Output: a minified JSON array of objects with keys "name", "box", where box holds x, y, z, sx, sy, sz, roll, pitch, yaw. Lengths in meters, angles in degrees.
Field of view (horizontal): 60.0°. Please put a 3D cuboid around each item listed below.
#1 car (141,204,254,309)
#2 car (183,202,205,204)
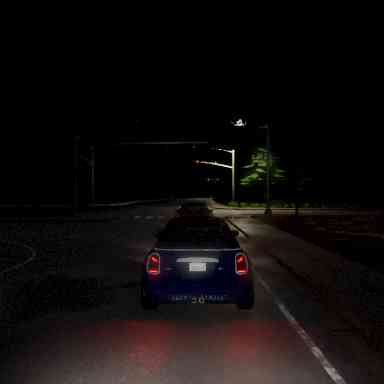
[{"name":"car","box":[0.100,1.347,8.020,2.097,1.767,4.553,0,0,0]},{"name":"car","box":[0.102,1.338,18.141,2.097,1.767,4.553,0,0,0]}]
